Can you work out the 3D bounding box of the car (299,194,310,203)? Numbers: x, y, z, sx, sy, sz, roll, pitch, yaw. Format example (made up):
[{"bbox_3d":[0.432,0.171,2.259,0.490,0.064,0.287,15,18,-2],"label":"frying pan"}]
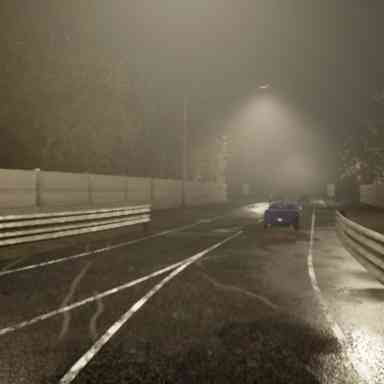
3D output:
[{"bbox_3d":[18.861,1.112,56.277,2.033,1.411,5.357,1,1,20],"label":"car"}]

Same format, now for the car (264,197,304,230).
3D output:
[{"bbox_3d":[5.537,1.317,20.062,1.882,1.535,5.008,1,1,20],"label":"car"}]

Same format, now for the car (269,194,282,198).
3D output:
[{"bbox_3d":[12.474,1.075,49.290,2.128,1.511,4.902,2,1,21],"label":"car"}]
